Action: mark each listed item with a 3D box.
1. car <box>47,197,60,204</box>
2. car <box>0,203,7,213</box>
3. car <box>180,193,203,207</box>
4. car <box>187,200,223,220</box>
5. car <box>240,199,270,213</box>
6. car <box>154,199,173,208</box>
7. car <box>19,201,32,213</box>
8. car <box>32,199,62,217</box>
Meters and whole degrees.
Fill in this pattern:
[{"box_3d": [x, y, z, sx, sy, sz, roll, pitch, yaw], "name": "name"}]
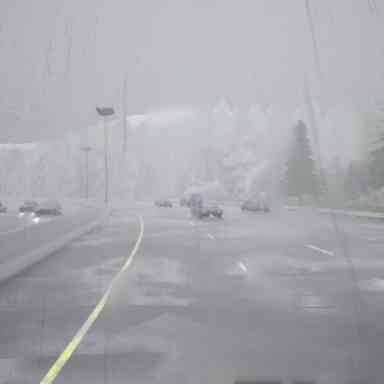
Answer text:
[{"box_3d": [-30.335, 1.750, 72.889, 2.033, 1.411, 5.357, -1, 0, -29], "name": "car"}, {"box_3d": [-23.093, 1.933, 38.665, 1.895, 1.301, 4.718, -1, 0, -16], "name": "car"}, {"box_3d": [-0.102, 1.238, 47.979, 2.150, 2.045, 5.566, 0, 0, -18], "name": "car"}, {"box_3d": [1.134, 1.594, 28.328, 1.895, 1.301, 4.718, -1, 0, -11], "name": "car"}, {"box_3d": [6.687, 1.482, 35.845, 1.994, 1.385, 4.181, -1, 0, -13], "name": "car"}, {"box_3d": [-4.394, 1.677, 49.891, 1.895, 1.301, 4.718, -1, 0, -19], "name": "car"}, {"box_3d": [-20.595, 1.846, 42.470, 2.033, 1.411, 5.357, -1, 0, -17], "name": "car"}, {"box_3d": [-14.772, 1.693, 34.507, 1.882, 1.535, 5.008, -1, 0, -14], "name": "car"}]
